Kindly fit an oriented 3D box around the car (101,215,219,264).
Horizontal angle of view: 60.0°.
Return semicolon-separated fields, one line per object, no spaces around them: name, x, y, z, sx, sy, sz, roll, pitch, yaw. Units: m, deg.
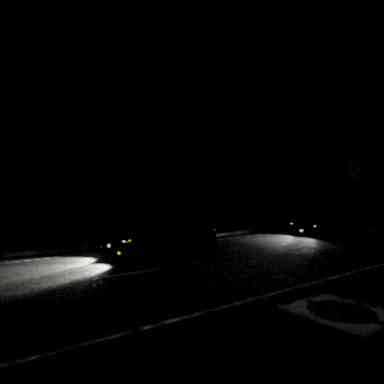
car;-1.063;1.548;11.887;4.181;1.385;1.994;0;0;-36

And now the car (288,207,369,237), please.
car;7.619;1.554;18.216;5.357;1.411;2.033;0;0;-36
